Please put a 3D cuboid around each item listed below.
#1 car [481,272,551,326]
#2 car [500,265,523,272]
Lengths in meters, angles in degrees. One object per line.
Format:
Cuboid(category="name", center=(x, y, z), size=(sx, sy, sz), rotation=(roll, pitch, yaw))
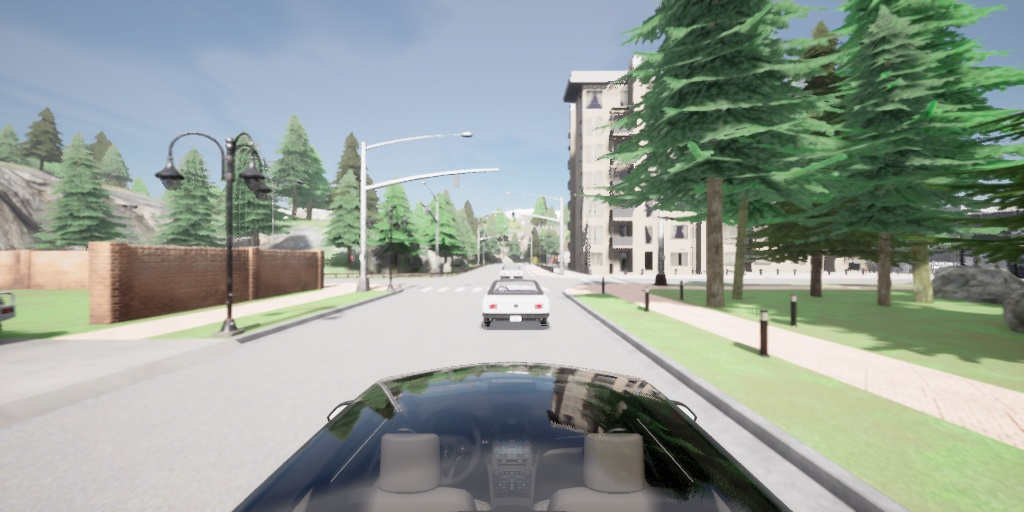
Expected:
Cuboid(category="car", center=(0.104, 1.384, 11.783), size=(1.895, 1.301, 4.718), rotation=(0, 0, 0))
Cuboid(category="car", center=(-0.082, 1.457, 31.257), size=(1.895, 1.301, 4.718), rotation=(0, 0, -1))
